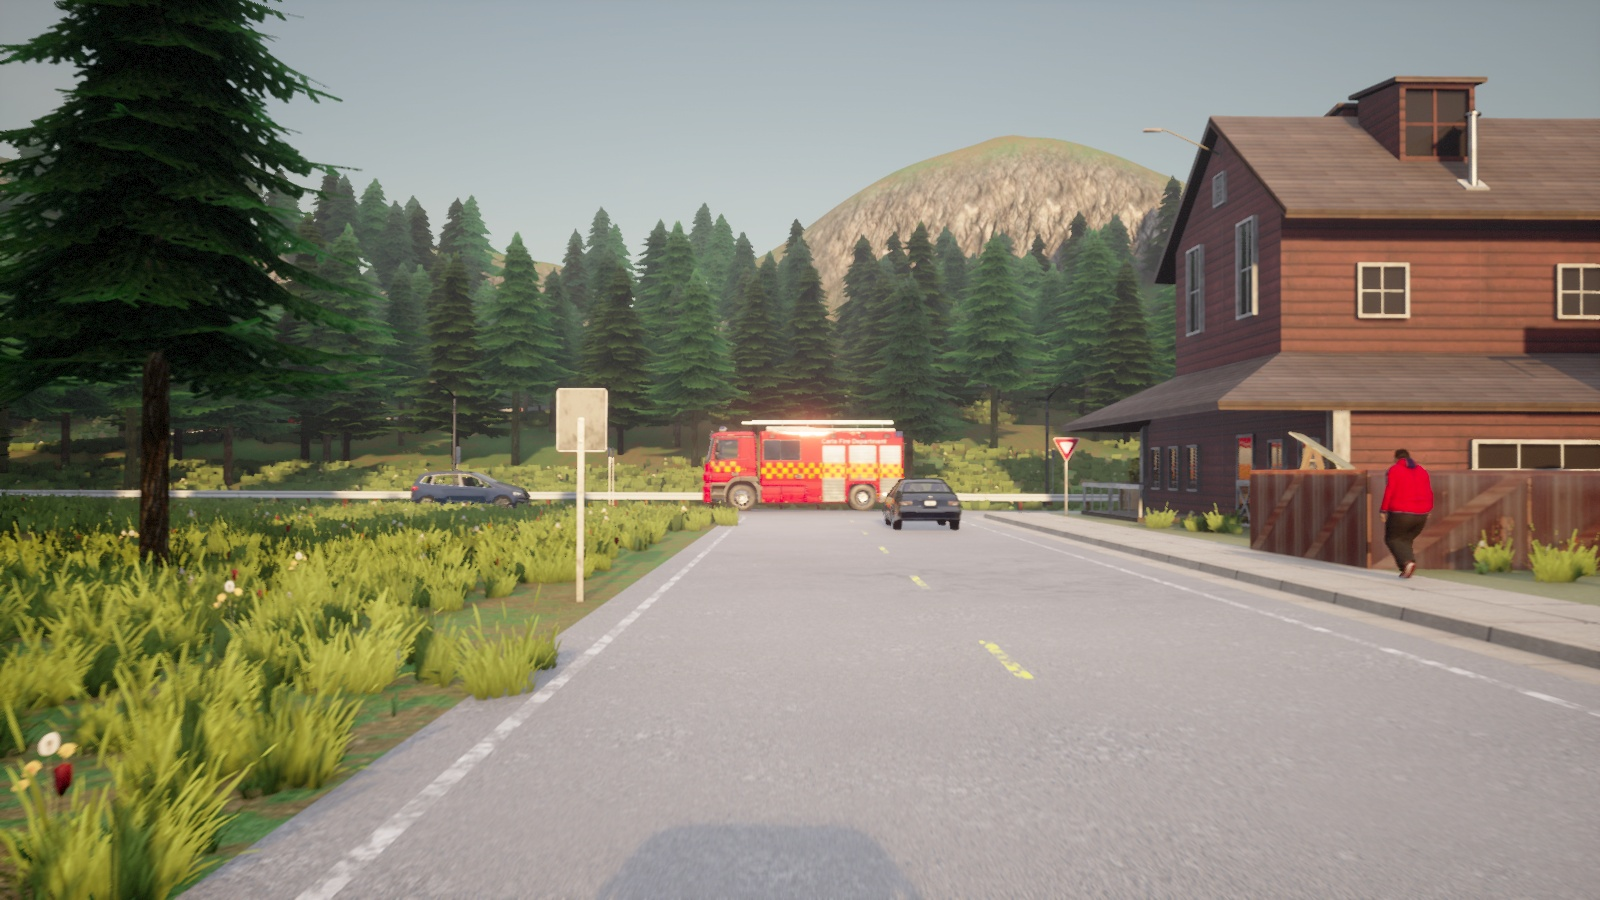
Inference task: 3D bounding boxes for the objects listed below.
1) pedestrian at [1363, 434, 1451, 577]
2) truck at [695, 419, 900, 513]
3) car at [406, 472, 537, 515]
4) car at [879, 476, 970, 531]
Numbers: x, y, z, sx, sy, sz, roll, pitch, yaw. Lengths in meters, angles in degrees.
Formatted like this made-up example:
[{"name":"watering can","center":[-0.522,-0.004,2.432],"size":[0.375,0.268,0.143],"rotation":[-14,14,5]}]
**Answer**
[{"name":"pedestrian","center":[8.030,0.722,16.639],"size":[0.634,1.844,0.899],"rotation":[0,-1,-8]},{"name":"truck","center":[-0.119,0.687,53.408],"size":[8.468,3.827,2.891],"rotation":[0,-1,0]},{"name":"car","center":[-12.968,1.702,49.836],"size":[4.611,1.667,2.242],"rotation":[0,-1,0]},{"name":"car","center":[3.414,1.455,35.479],"size":[2.033,1.411,5.357],"rotation":[0,-1,0]}]
